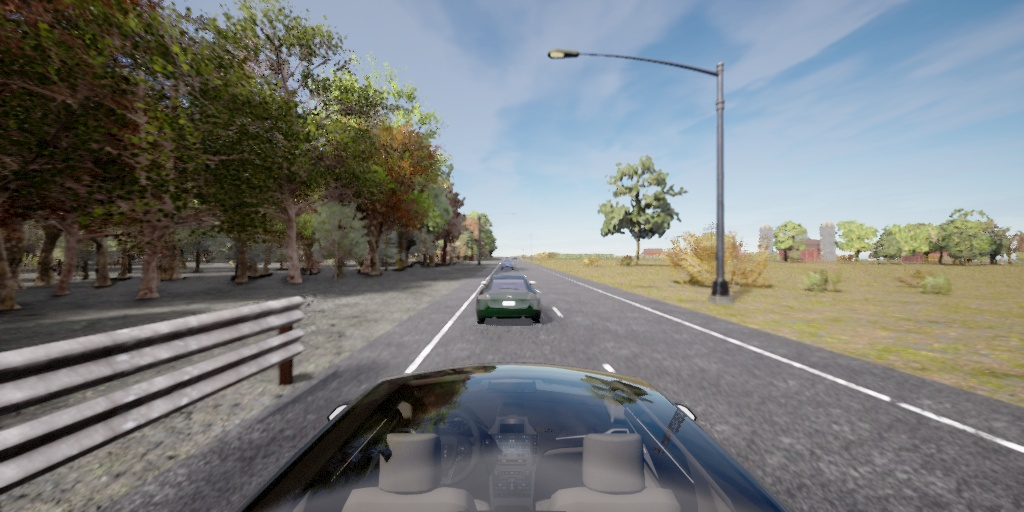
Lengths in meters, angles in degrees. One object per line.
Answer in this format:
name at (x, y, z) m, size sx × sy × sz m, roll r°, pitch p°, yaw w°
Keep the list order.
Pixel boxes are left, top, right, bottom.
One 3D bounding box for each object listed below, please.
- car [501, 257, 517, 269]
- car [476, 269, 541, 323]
car at (-0.672, 1.292, 53.340) m, size 2.033 × 1.411 × 5.357 m, roll 0°, pitch 0°, yaw -1°
car at (-0.116, 1.321, 12.224) m, size 1.994 × 1.385 × 4.181 m, roll 0°, pitch 0°, yaw -1°
